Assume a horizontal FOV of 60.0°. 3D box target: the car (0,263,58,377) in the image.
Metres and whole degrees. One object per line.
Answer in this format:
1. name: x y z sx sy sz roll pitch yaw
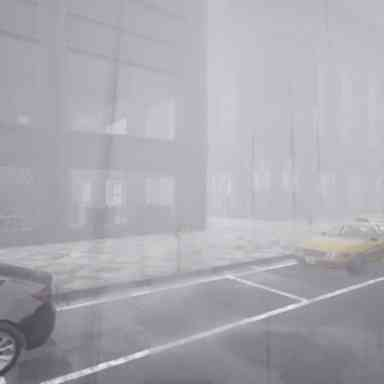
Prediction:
1. car: -3.874 1.567 3.887 4.313 1.339 1.947 0 0 -35

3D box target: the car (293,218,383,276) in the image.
1. car: 5.138 1.516 10.312 4.829 1.417 1.752 0 0 -35
